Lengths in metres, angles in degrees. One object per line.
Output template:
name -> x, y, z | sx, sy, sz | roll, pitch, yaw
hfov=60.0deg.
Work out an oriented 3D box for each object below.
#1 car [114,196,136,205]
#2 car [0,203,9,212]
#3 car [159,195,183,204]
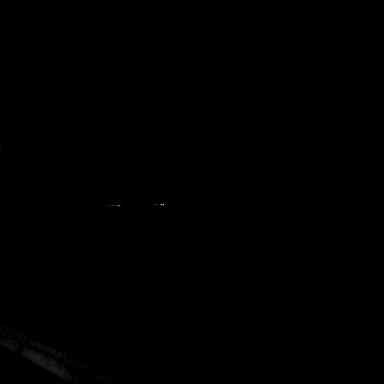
car -> -10.743, 1.421, 54.942 | 1.994, 1.385, 4.181 | 0, 1, 39
car -> -20.107, 1.547, 37.736 | 1.994, 1.385, 4.181 | 0, 0, 39
car -> -3.830, 1.304, 57.922 | 2.033, 1.411, 5.357 | 0, 1, 39
